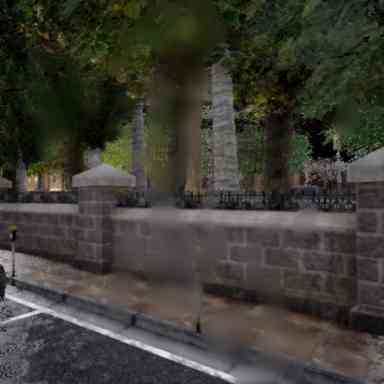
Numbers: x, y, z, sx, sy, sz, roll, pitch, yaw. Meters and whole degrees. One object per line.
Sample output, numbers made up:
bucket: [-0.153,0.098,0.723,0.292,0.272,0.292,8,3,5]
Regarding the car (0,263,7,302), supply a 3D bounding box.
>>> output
car: [-5.383,1.543,6.662,4.403,1.369,2.008,0,-1,36]
